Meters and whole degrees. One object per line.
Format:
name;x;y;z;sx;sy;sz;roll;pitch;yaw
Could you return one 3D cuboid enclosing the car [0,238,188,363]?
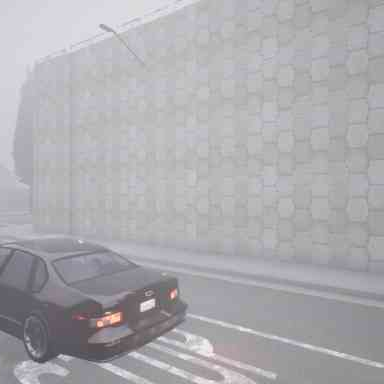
car;-2.638;1.547;5.859;5.357;1.411;2.033;0;0;35
